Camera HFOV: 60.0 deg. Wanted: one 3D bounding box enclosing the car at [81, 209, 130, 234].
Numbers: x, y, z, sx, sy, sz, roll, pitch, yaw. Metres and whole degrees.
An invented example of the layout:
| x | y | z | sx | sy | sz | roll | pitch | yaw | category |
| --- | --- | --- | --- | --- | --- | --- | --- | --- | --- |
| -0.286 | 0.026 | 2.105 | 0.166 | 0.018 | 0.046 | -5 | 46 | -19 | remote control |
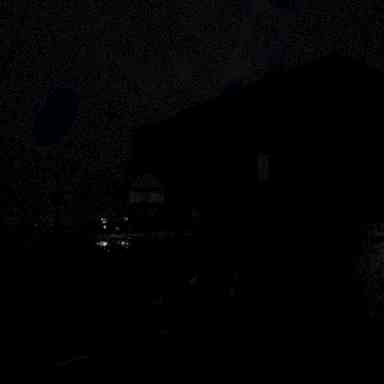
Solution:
| x | y | z | sx | sy | sz | roll | pitch | yaw | category |
| --- | --- | --- | --- | --- | --- | --- | --- | --- | --- |
| -6.232 | 1.996 | 23.652 | 2.097 | 1.767 | 4.553 | 0 | -4 | -37 | car |

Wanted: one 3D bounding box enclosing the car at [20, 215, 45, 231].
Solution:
| x | y | z | sx | sy | sz | roll | pitch | yaw | category |
| --- | --- | --- | --- | --- | --- | --- | --- | --- | --- |
| -20.875 | 4.002 | 43.346 | 2.150 | 2.045 | 5.566 | 0 | -5 | -36 | car |
